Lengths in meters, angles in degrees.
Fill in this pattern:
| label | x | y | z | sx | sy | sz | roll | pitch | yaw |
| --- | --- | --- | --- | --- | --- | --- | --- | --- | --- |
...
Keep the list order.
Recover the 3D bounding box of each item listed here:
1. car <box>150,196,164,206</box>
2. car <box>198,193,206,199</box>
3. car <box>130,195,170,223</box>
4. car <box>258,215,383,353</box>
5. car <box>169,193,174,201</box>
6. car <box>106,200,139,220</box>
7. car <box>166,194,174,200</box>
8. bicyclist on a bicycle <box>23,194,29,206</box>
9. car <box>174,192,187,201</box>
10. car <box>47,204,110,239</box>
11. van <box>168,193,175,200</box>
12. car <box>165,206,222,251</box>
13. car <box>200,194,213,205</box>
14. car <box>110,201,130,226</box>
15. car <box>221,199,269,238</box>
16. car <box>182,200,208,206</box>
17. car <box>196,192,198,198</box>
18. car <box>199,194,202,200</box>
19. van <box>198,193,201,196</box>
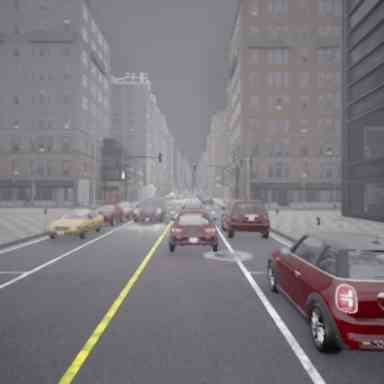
| label | x | y | z | sx | sy | sz | roll | pitch | yaw |
| --- | --- | --- | --- | --- | --- | --- | --- | --- | --- |
| car | -5.839 | 1.470 | 55.659 | 1.887 | 1.381 | 4.507 | 1 | 0 | 0 |
| car | 2.688 | 1.493 | 66.995 | 1.802 | 1.307 | 4.206 | 1 | 0 | 0 |
| car | -3.063 | 1.316 | 25.127 | 2.097 | 1.767 | 4.553 | 0 | 0 | 0 |
| car | 2.678 | 1.431 | 6.131 | 1.967 | 1.590 | 4.097 | 1 | 0 | 0 |
| car | -5.835 | 1.480 | 78.351 | 1.802 | 1.307 | 4.206 | 1 | 0 | 0 |
| car | -5.844 | 1.486 | 28.469 | 1.752 | 1.417 | 4.829 | 1 | 0 | 0 |
| car | -5.831 | 1.327 | 89.696 | 1.967 | 1.590 | 4.097 | 1 | 0 | 0 |
| bicyclist on a bicycle | -23.003 | 1.088 | 46.103 | 0.582 | 1.620 | 1.656 | 0 | 0 | 0 |
| car | -2.983 | 1.419 | 83.157 | 2.128 | 1.511 | 4.902 | 0 | 0 | 0 |
| car | -5.847 | 1.501 | 17.220 | 1.752 | 1.417 | 4.829 | 1 | 0 | 0 |
| van | -5.829 | 1.223 | 95.369 | 1.690 | 1.788 | 3.998 | 1 | 0 | 0 |
| car | 0.072 | 1.507 | 13.837 | 1.812 | 1.442 | 4.674 | 0 | 0 | 0 |
| car | 2.686 | 1.507 | 55.648 | 1.802 | 1.307 | 4.206 | 1 | 0 | 0 |
| car | -5.846 | 1.513 | 23.015 | 1.887 | 1.381 | 4.507 | 1 | 0 | 0 |
| car | 2.681 | 1.291 | 17.379 | 2.192 | 1.841 | 5.009 | 1 | 0 | 0 |
| car | 0.065 | 1.564 | 27.120 | 1.895 | 1.301 | 4.718 | 0 | 0 | 0 |
| car | 2.693 | 1.213 | 78.342 | 2.192 | 1.841 | 5.009 | 1 | 0 | 0 |
| car | 2.687 | 1.500 | 61.322 | 1.802 | 1.307 | 4.206 | 1 | 0 | 0 |
| van | 2.692 | 1.245 | 72.669 | 1.690 | 1.788 | 3.998 | 1 | 0 | 0 |
